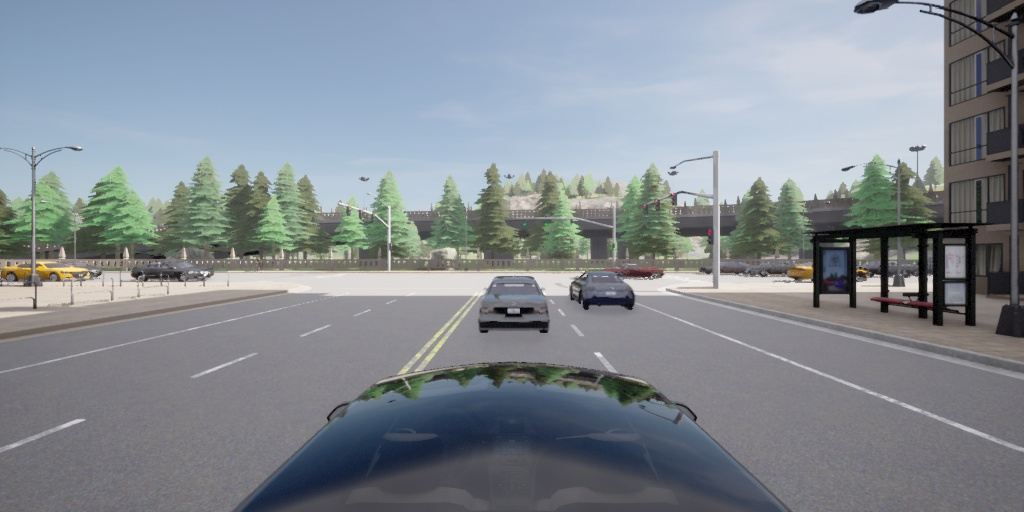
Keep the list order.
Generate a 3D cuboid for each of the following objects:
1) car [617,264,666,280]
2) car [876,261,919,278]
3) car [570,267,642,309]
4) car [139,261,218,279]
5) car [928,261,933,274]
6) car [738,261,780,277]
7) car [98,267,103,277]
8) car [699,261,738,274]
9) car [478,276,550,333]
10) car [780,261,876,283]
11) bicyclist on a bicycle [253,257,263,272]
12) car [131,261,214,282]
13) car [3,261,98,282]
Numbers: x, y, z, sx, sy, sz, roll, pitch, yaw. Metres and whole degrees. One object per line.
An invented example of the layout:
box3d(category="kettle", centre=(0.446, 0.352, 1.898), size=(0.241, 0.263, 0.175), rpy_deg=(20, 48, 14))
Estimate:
box3d(category="car", centre=(10.225, 1.292, 30.105), size=(4.718, 1.301, 1.895), rpy_deg=(0, 0, 1))
box3d(category="car", centre=(33.865, 1.184, 32.991), size=(4.902, 1.511, 2.128), rpy_deg=(0, 0, 6))
box3d(category="car", centre=(3.609, 1.313, 14.935), size=(1.994, 1.385, 4.181), rpy_deg=(0, 0, 1))
box3d(category="car", centre=(-28.325, 1.170, 30.600), size=(5.008, 1.535, 1.882), rpy_deg=(0, 0, 0))
box3d(category="car", centre=(40.982, 1.218, 35.148), size=(4.674, 1.442, 1.812), rpy_deg=(0, 0, 17))
box3d(category="car", centre=(24.527, 1.184, 33.535), size=(4.902, 1.511, 2.128), rpy_deg=(0, 0, 2))
box3d(category="car", centre=(-37.906, 1.182, 30.552), size=(4.902, 1.511, 2.128), rpy_deg=(0, 0, -2))
box3d(category="car", centre=(22.410, 1.239, 37.116), size=(5.357, 1.411, 2.033), rpy_deg=(0, 0, 1))
box3d(category="car", centre=(0.061, 1.297, 10.724), size=(2.033, 1.411, 5.357), rpy_deg=(0, 0, 1))
box3d(category="car", centre=(23.204, 1.170, 26.434), size=(5.008, 1.535, 1.882), rpy_deg=(0, 0, 1))
box3d(category="bicyclist on a bicycle", centre=(-29.462, 0.992, 41.630), size=(0.582, 1.620, 1.656), rpy_deg=(0, 0, 1))
box3d(category="car", centre=(-25.640, 1.184, 27.039), size=(4.902, 1.511, 2.128), rpy_deg=(0, 0, -2))
box3d(category="car", centre=(-35.143, 1.170, 27.130), size=(5.008, 1.535, 1.882), rpy_deg=(0, 0, 0))
